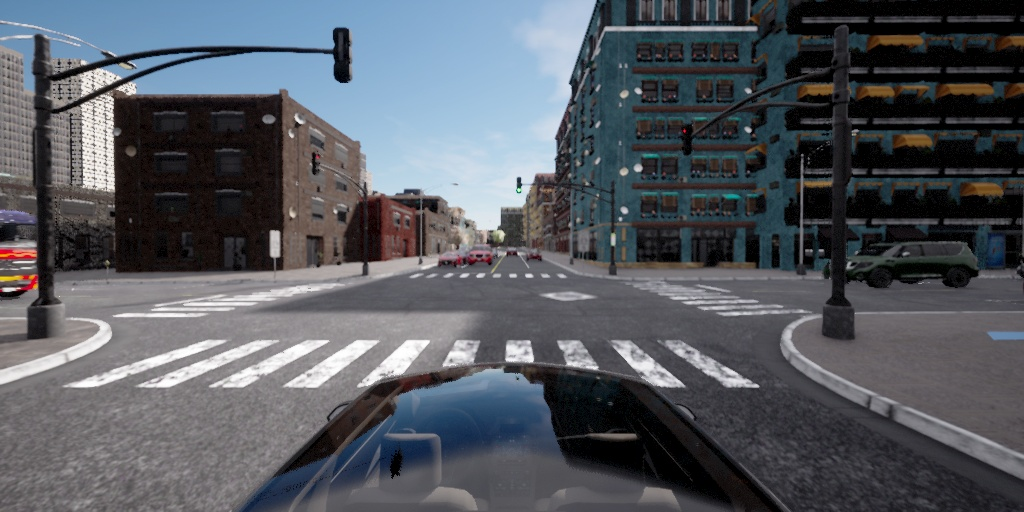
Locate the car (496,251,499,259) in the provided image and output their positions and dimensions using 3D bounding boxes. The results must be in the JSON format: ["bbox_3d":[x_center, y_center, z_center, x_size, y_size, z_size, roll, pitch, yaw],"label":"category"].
[{"bbox_3d":[-3.051,-0.343,52.284,1.812,1.442,4.674,0,2,0],"label":"car"}]

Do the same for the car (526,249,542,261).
[{"bbox_3d":[2.700,-0.196,45.032,1.967,1.591,4.097,0,0,0],"label":"car"}]

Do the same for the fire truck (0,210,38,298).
[{"bbox_3d":[-23.462,-0.134,13.743,8.468,3.827,2.891,0,1,1],"label":"fire truck"}]

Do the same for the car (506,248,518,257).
[{"bbox_3d":[0.012,-0.664,60.824,1.882,1.535,5.008,0,2,0],"label":"car"}]

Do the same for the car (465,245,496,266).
[{"bbox_3d":[-3.077,-0.134,36.188,2.150,2.045,5.566,0,2,0],"label":"car"}]

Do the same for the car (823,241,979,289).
[{"bbox_3d":[17.699,0.371,16.465,5.566,2.045,2.150,-1,1,1],"label":"car"}]

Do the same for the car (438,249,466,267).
[{"bbox_3d":[-5.760,0.274,33.609,1.888,1.381,4.507,0,0,0],"label":"car"}]

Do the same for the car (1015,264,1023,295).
[{"bbox_3d":[18.175,0.665,10.570,4.097,1.591,1.967,0,0,1],"label":"car"}]
